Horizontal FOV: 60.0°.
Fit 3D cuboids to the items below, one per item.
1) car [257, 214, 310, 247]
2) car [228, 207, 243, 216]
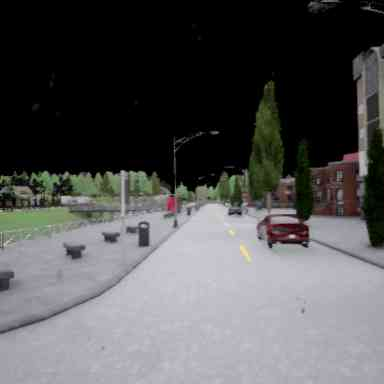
[{"bbox_3d":[4.580,1.892,17.245,1.882,1.535,5.008,-1,-2,3],"label":"car"},{"bbox_3d":[6.422,2.873,49.672,1.895,1.301,4.718,-1,-2,3],"label":"car"}]
